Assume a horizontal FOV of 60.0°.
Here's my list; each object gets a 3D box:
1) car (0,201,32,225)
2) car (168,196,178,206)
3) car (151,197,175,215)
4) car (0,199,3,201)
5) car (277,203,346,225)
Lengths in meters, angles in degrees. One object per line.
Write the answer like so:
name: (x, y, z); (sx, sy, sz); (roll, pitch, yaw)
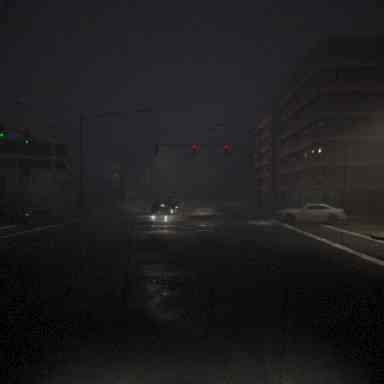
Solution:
car: (-13.648, 1.564, 23.512); (4.181, 1.385, 1.994); (0, 0, 0)
car: (-3.231, 1.564, 44.118); (1.994, 1.385, 4.181); (0, 0, 0)
car: (-3.153, 1.547, 34.731); (2.033, 1.411, 5.357); (0, 0, -1)
car: (-24.030, 1.456, 38.948); (3.806, 1.475, 1.970); (0, 0, 1)
car: (8.448, 1.525, 23.774); (4.674, 1.442, 1.812); (0, 0, 7)
